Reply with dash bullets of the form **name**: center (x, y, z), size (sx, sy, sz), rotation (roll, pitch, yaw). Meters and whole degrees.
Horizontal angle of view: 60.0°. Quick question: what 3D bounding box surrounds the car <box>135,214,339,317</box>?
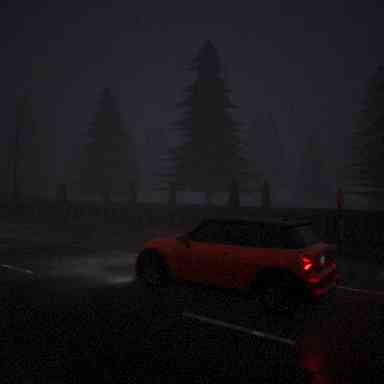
- **car**: center (0.820, 1.341, 7.706), size (4.553, 1.767, 2.097), rotation (0, 0, 36)
